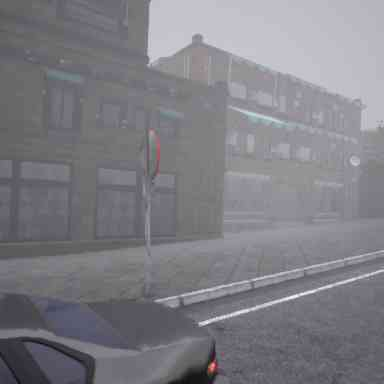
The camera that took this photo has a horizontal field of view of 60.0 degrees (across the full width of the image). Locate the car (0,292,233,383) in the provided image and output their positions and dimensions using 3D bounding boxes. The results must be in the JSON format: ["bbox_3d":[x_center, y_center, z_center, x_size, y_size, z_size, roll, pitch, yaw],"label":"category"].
[{"bbox_3d":[-2.209,1.547,2.107,5.357,1.411,2.033,0,0,-36],"label":"car"}]
